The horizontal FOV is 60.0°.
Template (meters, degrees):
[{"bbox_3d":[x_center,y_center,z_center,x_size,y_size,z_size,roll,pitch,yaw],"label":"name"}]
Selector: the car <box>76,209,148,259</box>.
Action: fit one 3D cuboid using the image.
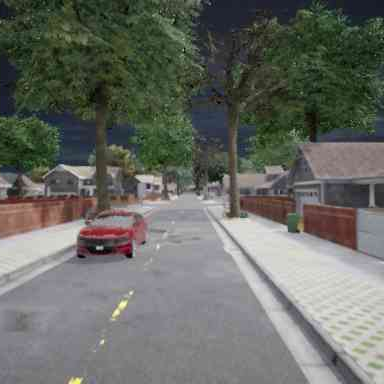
[{"bbox_3d":[-2.849,1.449,12.756,1.882,1.535,5.008,0,0,0],"label":"car"}]
